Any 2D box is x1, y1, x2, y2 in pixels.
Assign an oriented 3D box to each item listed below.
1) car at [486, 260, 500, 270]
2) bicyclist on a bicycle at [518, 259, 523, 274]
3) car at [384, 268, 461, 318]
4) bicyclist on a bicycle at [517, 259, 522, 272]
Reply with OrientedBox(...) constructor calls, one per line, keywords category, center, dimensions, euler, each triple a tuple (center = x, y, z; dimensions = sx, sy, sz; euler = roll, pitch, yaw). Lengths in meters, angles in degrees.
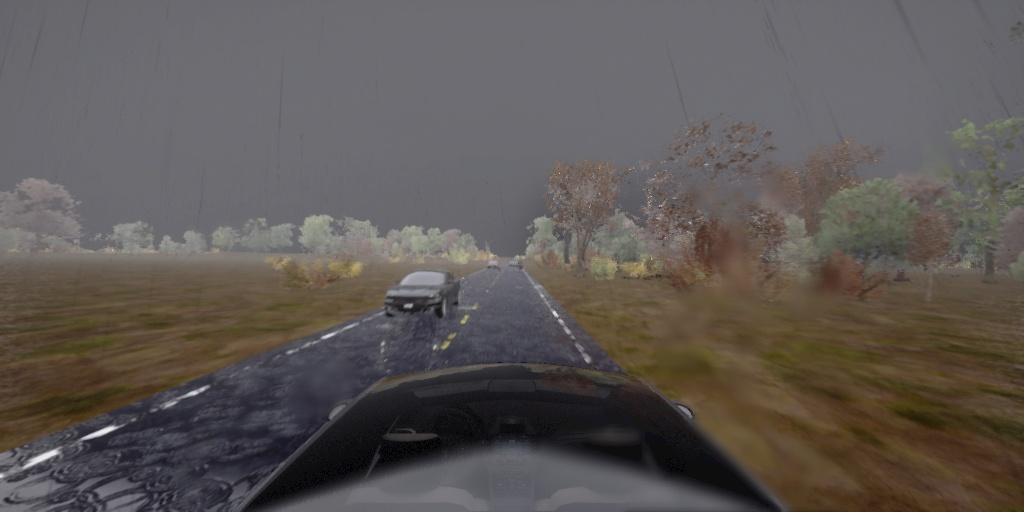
OrientedBox(category="car", center=(-2.793, 1.338, 54.576), dimensions=(1.882, 1.535, 5.008), euler=(1, 0, 1))
OrientedBox(category="bicyclist on a bicycle", center=(0.994, 1.318, 39.429), dimensions=(0.582, 1.620, 1.656), euler=(1, -1, 0))
OrientedBox(category="car", center=(-3.062, 1.218, 13.172), dimensions=(1.882, 1.535, 5.008), euler=(1, 0, 0))
OrientedBox(category="bicyclist on a bicycle", center=(1.041, 1.257, 48.688), dimensions=(0.659, 1.776, 1.843), euler=(1, 0, 0))
